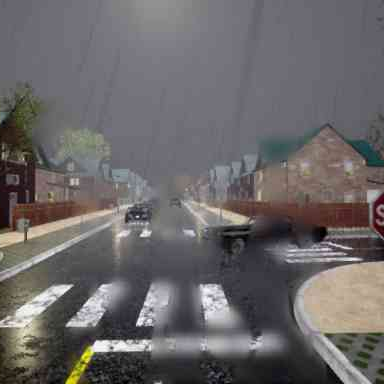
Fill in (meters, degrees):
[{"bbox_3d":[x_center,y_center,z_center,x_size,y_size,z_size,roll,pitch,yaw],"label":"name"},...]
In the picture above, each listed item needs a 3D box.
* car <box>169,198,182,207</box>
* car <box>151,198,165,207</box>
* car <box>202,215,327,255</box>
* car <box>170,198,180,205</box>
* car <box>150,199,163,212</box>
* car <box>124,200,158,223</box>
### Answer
[{"bbox_3d":[-2.778,1.715,54.930,1.837,1.490,4.892,0,0,-3],"label":"car"},{"bbox_3d":[-5.583,1.772,54.906,1.994,1.385,4.181,0,0,-3],"label":"car"},{"bbox_3d":[2.816,1.598,13.194,4.718,1.301,1.895,0,0,-18],"label":"car"},{"bbox_3d":[-3.360,1.896,65.360,1.895,1.301,4.718,0,-1,-3],"label":"car"},{"bbox_3d":[-4.526,1.628,35.285,2.033,1.411,5.357,0,0,-3],"label":"car"},{"bbox_3d":[-3.993,1.603,25.917,1.994,1.385,4.181,0,0,-2],"label":"car"}]
